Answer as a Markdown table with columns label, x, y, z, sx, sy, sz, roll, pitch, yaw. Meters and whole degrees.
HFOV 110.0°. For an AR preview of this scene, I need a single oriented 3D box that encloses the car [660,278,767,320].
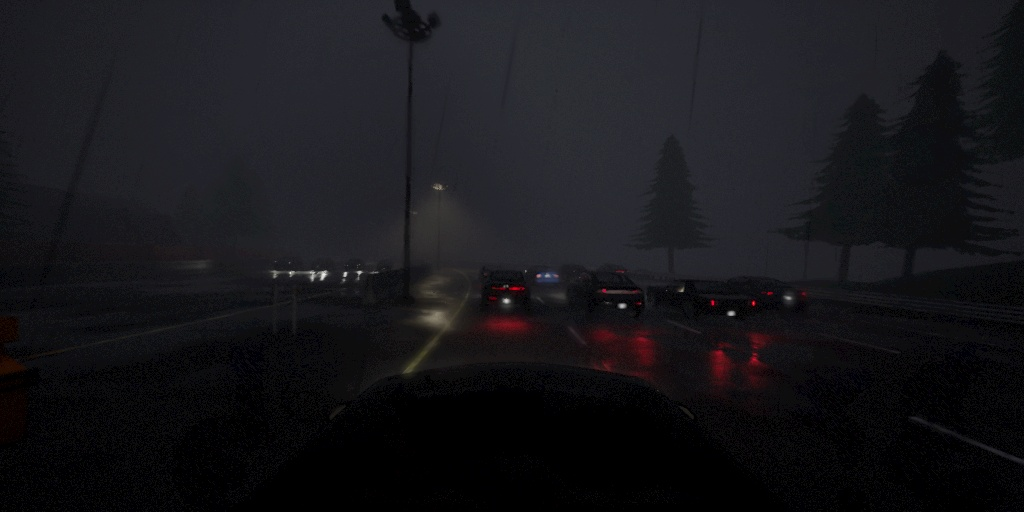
| label | x | y | z | sx | sy | sz | roll | pitch | yaw |
| --- | --- | --- | --- | --- | --- | --- | --- | --- | --- |
| car | 6.778 | 1.508 | 13.434 | 1.895 | 1.301 | 4.718 | 1 | 0 | -2 |

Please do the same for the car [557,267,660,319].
| label | x | y | z | sx | sy | sz | roll | pitch | yaw |
| --- | --- | --- | --- | --- | --- | --- | --- | --- | --- |
| car | 3.279 | 1.330 | 13.368 | 2.128 | 1.511 | 4.902 | 1 | -1 | -2 |

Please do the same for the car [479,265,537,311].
| label | x | y | z | sx | sy | sz | roll | pitch | yaw |
| --- | --- | --- | --- | --- | --- | --- | --- | --- | --- |
| car | -0.280 | 1.285 | 14.684 | 1.837 | 1.490 | 4.892 | 1 | 0 | -3 |

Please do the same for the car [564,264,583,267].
| label | x | y | z | sx | sy | sz | roll | pitch | yaw |
| --- | --- | --- | --- | --- | --- | --- | --- | --- | --- |
| car | 5.089 | 1.429 | 31.028 | 1.837 | 1.490 | 4.892 | 1 | 0 | -8 |

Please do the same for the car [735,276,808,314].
| label | x | y | z | sx | sy | sz | roll | pitch | yaw |
| --- | --- | --- | --- | --- | --- | --- | --- | --- | --- |
| car | 10.191 | 1.541 | 15.329 | 1.994 | 1.385 | 4.181 | 1 | 0 | -3 |

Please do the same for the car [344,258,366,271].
| label | x | y | z | sx | sy | sz | roll | pitch | yaw |
| --- | --- | --- | --- | --- | --- | --- | --- | --- | --- |
| car | -19.025 | 1.009 | 43.605 | 1.837 | 1.490 | 4.892 | 1 | 0 | -14 |

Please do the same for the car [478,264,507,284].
| label | x | y | z | sx | sy | sz | roll | pitch | yaw |
| --- | --- | --- | --- | --- | --- | --- | --- | --- | --- |
| car | -1.666 | 1.391 | 28.825 | 1.895 | 1.301 | 4.718 | 1 | 0 | -8 |

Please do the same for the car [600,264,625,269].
| label | x | y | z | sx | sy | sz | roll | pitch | yaw |
| --- | --- | --- | --- | --- | --- | --- | --- | --- | --- |
| car | 8.574 | 1.481 | 31.374 | 2.128 | 1.511 | 4.902 | 1 | 0 | -8 |

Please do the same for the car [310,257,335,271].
| label | x | y | z | sx | sy | sz | roll | pitch | yaw |
| --- | --- | --- | --- | --- | --- | --- | --- | --- | --- |
| car | -22.379 | 0.930 | 42.611 | 2.128 | 1.511 | 4.902 | 1 | 0 | -14 |

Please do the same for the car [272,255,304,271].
| label | x | y | z | sx | sy | sz | roll | pitch | yaw |
| --- | --- | --- | --- | --- | --- | --- | --- | --- | --- |
| car | -25.636 | 0.725 | 41.229 | 2.097 | 1.767 | 4.553 | 1 | 0 | -14 |

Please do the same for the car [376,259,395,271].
| label | x | y | z | sx | sy | sz | roll | pitch | yaw |
| --- | --- | --- | --- | --- | --- | --- | --- | --- | --- |
| car | -15.627 | 1.118 | 44.554 | 2.033 | 1.411 | 5.357 | 1 | 0 | -14 |

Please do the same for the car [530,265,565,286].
| label | x | y | z | sx | sy | sz | roll | pitch | yaw |
| --- | --- | --- | --- | --- | --- | --- | --- | --- | --- |
| car | 2.126 | 1.404 | 26.901 | 2.033 | 1.411 | 5.357 | 1 | 0 | -7 |
